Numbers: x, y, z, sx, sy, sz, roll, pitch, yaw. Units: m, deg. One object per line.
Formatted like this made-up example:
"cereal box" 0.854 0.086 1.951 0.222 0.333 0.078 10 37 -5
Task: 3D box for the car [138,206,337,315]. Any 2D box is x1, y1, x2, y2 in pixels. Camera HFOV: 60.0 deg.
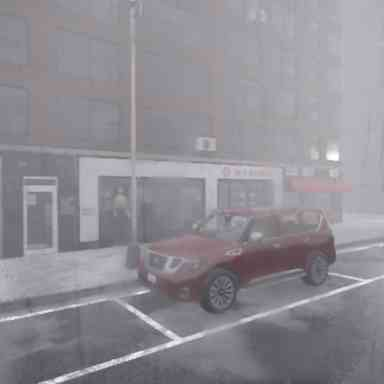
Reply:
"car" 1.300 1.284 7.693 5.009 1.841 2.192 0 0 -36
